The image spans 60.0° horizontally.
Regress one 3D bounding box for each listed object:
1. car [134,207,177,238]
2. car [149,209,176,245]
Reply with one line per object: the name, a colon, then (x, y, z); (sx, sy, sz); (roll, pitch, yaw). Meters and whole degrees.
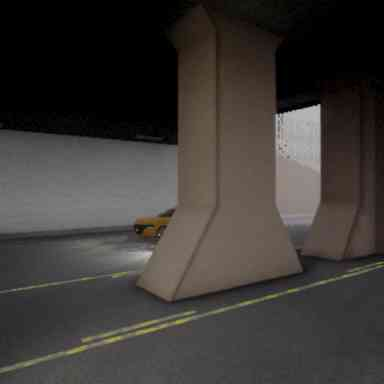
car: (-0.461, 1.449, 16.552); (5.008, 1.535, 1.882); (0, 0, -35)
car: (1.239, 1.520, 13.466); (5.357, 1.411, 2.033); (0, 0, -35)
